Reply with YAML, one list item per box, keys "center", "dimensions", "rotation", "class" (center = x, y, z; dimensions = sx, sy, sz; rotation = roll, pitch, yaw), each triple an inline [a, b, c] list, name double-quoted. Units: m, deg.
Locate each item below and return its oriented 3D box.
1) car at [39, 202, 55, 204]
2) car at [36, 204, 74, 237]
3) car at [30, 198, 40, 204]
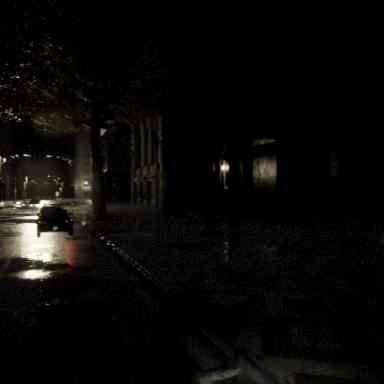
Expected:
- center: [-14.139, 1.801, 33.635]
  dimensions: [1.895, 1.301, 4.718]
  rotation: [-1, 0, -23]
  class: "car"
- center: [-7.791, 1.632, 18.915]
  dimensions: [1.812, 1.442, 4.674]
  rotation: [0, 0, -23]
  class: "car"
- center: [-35.413, 2.078, 75.167]
  dimensions: [1.994, 1.385, 4.181]
  rotation: [-1, 0, -23]
  class: "car"
